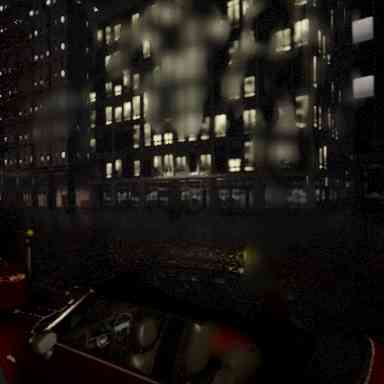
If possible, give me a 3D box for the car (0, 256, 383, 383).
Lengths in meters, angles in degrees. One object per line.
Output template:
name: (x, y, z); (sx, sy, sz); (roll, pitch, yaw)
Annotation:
car: (-0.373, 1.462, 3.139); (4.097, 1.590, 1.967); (-1, 0, 35)
